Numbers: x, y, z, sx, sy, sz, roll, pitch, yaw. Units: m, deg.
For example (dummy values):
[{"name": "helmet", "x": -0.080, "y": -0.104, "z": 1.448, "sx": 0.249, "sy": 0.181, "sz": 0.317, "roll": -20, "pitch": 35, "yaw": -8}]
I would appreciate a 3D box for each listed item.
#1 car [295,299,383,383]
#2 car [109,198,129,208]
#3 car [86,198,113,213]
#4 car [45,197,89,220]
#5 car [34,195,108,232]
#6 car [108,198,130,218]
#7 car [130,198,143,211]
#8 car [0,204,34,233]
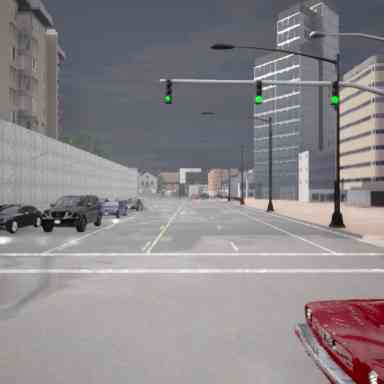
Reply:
[{"name": "car", "x": 3.608, "y": 1.602, "z": 3.418, "sx": 4.718, "sy": 1.301, "sz": 1.895, "roll": 0, "pitch": 0, "yaw": 0}, {"name": "car", "x": -10.600, "y": 1.600, "z": 48.632, "sx": 1.895, "sy": 1.301, "sz": 4.718, "roll": 0, "pitch": 0, "yaw": 0}, {"name": "car", "x": -10.629, "y": 1.504, "z": 38.572, "sx": 1.837, "sy": 1.490, "sz": 4.892, "roll": 0, "pitch": 0, "yaw": 0}, {"name": "car", "x": -10.626, "y": 1.351, "z": 28.754, "sx": 2.097, "sy": 1.767, "sz": 4.553, "roll": 0, "pitch": 0, "yaw": 0}, {"name": "car", "x": -7.115, "y": 1.221, "z": 20.320, "sx": 2.150, "sy": 2.045, "sz": 5.566, "roll": 0, "pitch": 0, "yaw": 0}, {"name": "car", "x": -7.126, "y": 1.525, "z": 29.960, "sx": 1.812, "sy": 1.442, "sz": 4.674, "roll": 0, "pitch": 0, "yaw": 0}, {"name": "car", "x": -7.127, "y": 1.491, "z": 40.303, "sx": 2.128, "sy": 1.511, "sz": 4.902, "roll": 0, "pitch": 0, "yaw": 0}, {"name": "car", "x": -10.618, "y": 1.504, "z": 19.686, "sx": 1.837, "sy": 1.490, "sz": 4.892, "roll": 0, "pitch": 0, "yaw": 0}]
